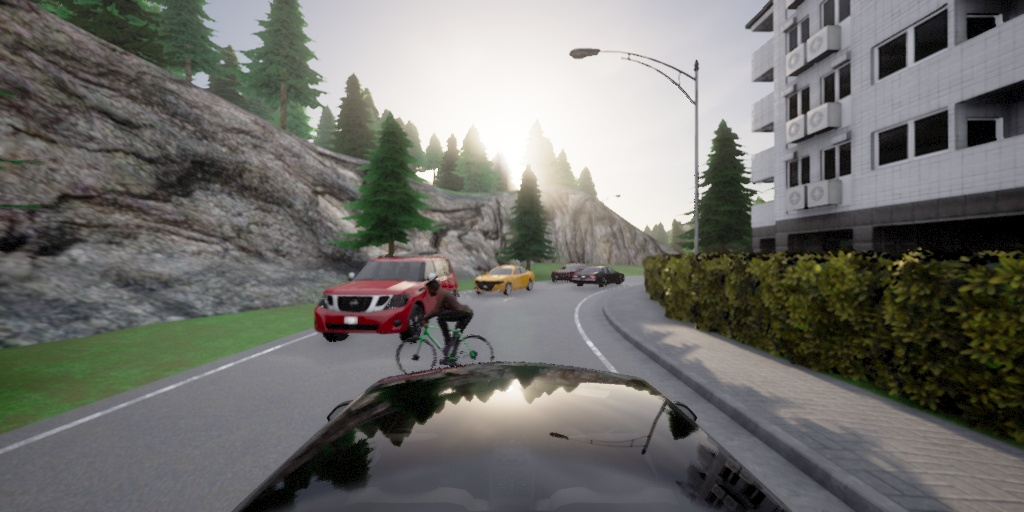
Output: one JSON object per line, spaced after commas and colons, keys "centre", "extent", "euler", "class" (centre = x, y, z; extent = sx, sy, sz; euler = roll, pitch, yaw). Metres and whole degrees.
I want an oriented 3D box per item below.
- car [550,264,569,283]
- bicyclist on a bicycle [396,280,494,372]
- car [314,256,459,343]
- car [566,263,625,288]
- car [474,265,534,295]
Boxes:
{"centre": [5.098, 1.357, 29.345], "extent": [1.882, 1.535, 5.008], "euler": [0, 0, 42], "class": "car"}
{"centre": [-1.142, 1.222, 6.013], "extent": [1.656, 1.620, 0.582], "euler": [-2, 0, 1], "class": "bicyclist on a bicycle"}
{"centre": [-3.086, 1.013, 10.225], "extent": [2.150, 2.045, 5.566], "euler": [0, -1, 6], "class": "car"}
{"centre": [6.166, 1.407, 25.189], "extent": [2.033, 1.411, 5.357], "euler": [0, 0, 37], "class": "car"}
{"centre": [-0.323, 1.316, 20.696], "extent": [1.882, 1.535, 5.008], "euler": [0, 0, 25], "class": "car"}
